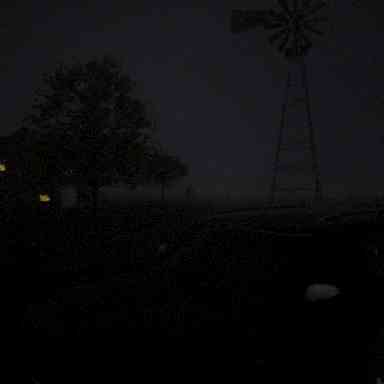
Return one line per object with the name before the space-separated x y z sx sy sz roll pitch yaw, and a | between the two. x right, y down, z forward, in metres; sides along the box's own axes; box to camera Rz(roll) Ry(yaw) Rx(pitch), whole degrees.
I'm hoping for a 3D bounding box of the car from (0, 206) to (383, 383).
car | 0.951 1.222 3.750 5.566 2.045 2.150 0 0 -36
